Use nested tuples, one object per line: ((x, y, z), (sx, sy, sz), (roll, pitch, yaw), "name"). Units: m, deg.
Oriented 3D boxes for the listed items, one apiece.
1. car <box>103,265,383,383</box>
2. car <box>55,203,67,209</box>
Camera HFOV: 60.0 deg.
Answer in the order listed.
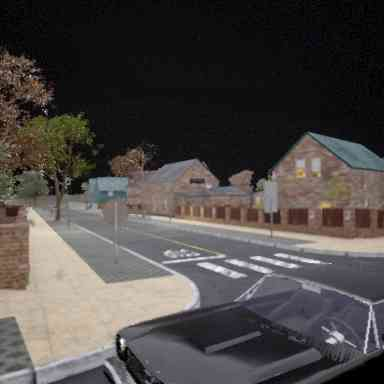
((1.478, 1.672, 3.929), (4.718, 1.301, 1.895), (2, -1, -35), "car")
((-33.374, 3.585, 85.937), (2.033, 1.411, 5.357), (0, -1, -27), "car")
